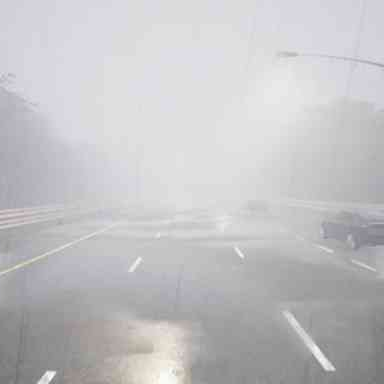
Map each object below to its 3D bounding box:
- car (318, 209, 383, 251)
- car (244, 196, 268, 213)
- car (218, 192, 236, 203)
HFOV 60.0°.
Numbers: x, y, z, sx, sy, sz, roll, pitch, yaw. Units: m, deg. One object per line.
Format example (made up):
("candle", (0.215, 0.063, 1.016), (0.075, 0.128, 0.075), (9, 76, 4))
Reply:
("car", (7.004, 1.503, 14.154), (1.837, 1.490, 4.892), (0, 0, 0))
("car", (7.027, 1.538, 36.860), (2.033, 1.411, 5.357), (0, 0, 0))
("car", (7.057, 1.330, 66.932), (2.097, 1.767, 4.553), (0, 0, 0))
